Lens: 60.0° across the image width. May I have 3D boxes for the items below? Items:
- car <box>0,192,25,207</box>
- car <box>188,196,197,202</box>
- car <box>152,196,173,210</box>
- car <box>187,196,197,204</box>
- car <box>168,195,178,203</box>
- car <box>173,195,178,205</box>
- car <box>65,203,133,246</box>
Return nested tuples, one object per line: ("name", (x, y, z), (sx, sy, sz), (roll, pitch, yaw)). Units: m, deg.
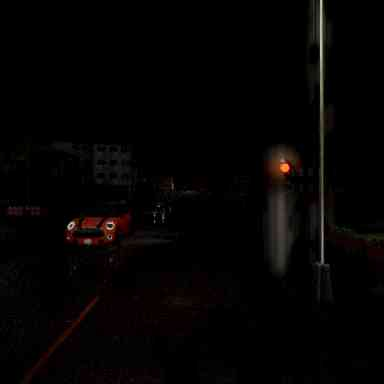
("car", (-19.715, 0.985, 35.000), (1.905, 1.878, 3.866), (0, 0, 35))
("car", (0.095, 1.583, 76.796), (1.895, 1.301, 4.718), (0, 0, 0))
("car", (-4.047, 1.491, 43.086), (2.128, 1.511, 4.902), (0, 0, 0))
("car", (0.082, 1.547, 66.201), (2.033, 1.411, 5.357), (0, 0, 0))
("car", (-3.914, 1.472, 69.427), (1.882, 1.535, 5.008), (0, 0, 0))
("car", (-4.022, 1.492, 55.778), (2.128, 1.511, 4.902), (0, 0, 0))
("car", (-4.081, 1.352, 15.281), (2.097, 1.767, 4.553), (0, 0, 0))
